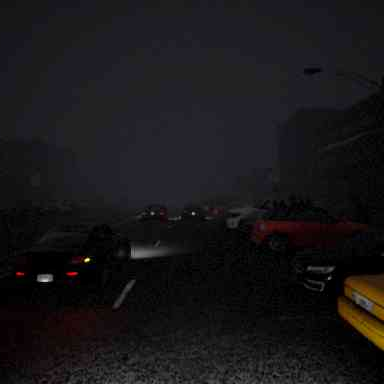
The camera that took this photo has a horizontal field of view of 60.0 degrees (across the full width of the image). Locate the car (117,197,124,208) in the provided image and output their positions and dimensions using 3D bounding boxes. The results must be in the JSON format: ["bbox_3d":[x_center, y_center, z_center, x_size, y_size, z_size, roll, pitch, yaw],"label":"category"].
[{"bbox_3d":[-15.767,1.978,60.155,5.566,2.045,2.435,0,-1,0],"label":"car"}]

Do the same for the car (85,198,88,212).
[{"bbox_3d":[-15.732,1.753,40.848,4.553,1.767,2.185,0,-1,0],"label":"car"}]

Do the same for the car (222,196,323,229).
[{"bbox_3d":[4.686,1.264,18.550,5.566,2.045,2.435,0,0,0],"label":"car"}]

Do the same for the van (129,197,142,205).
[{"bbox_3d":[-15.720,2.339,84.973,4.442,1.987,1.878,0,-1,0],"label":"van"}]

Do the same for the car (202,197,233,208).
[{"bbox_3d":[4.770,2.024,63.001,5.566,2.045,2.435,0,-1,0],"label":"car"}]

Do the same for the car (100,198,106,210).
[{"bbox_3d":[-15.962,2.035,49.120,5.366,1.575,1.946,0,-1,0],"label":"car"}]

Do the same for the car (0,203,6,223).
[{"bbox_3d":[-15.703,1.300,21.562,5.566,2.045,2.435,0,0,0],"label":"car"}]

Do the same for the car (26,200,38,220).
[{"bbox_3d":[-15.735,1.619,27.069,5.008,1.535,2.097,0,-1,0],"label":"car"}]

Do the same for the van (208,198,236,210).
[{"bbox_3d":[4.842,1.911,54.665,4.442,1.987,1.878,0,-1,0],"label":"van"}]

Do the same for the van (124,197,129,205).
[{"bbox_3d":[-15.926,2.130,68.429,4.442,1.987,1.878,0,-1,0],"label":"van"}]

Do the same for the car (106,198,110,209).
[{"bbox_3d":[-15.779,2.129,51.876,4.674,1.452,2.002,0,-1,0],"label":"car"}]

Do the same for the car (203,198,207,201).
[{"bbox_3d":[4.537,2.031,48.979,5.366,1.575,1.946,0,-1,0],"label":"car"}]

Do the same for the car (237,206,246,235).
[{"bbox_3d":[4.712,1.539,15.774,4.674,1.452,2.002,0,0,0],"label":"car"}]

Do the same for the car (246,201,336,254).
[{"bbox_3d":[4.682,1.364,12.996,4.553,1.767,2.185,0,0,0],"label":"car"}]

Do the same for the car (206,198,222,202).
[{"bbox_3d":[4.716,1.927,43.545,5.008,1.535,2.097,0,-1,0],"label":"car"}]

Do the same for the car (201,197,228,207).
[{"bbox_3d":[4.795,2.146,71.337,5.566,2.045,2.435,0,-1,0],"label":"car"}]

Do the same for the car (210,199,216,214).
[{"bbox_3d":[4.724,1.756,35.084,5.008,1.535,2.097,0,-1,0],"label":"car"}]

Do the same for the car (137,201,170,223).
[{"bbox_3d":[-2.893,1.675,26.981,2.033,1.411,5.357,0,-1,0],"label":"car"}]

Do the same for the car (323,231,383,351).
[{"bbox_3d":[4.897,1.479,4.536,5.366,1.575,1.946,0,0,0],"label":"car"}]

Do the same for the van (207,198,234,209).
[{"bbox_3d":[4.848,1.957,57.319,4.442,1.987,1.878,0,-1,0],"label":"van"}]

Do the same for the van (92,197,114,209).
[{"bbox_3d":[-15.670,1.911,54.639,4.442,1.987,1.878,0,-1,0],"label":"van"}]

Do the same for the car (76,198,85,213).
[{"bbox_3d":[-15.730,1.573,38.094,5.566,2.045,2.435,0,-1,0],"label":"car"}]

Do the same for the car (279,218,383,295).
[{"bbox_3d":[4.718,1.484,7.316,4.892,1.521,2.231,0,0,0],"label":"car"}]

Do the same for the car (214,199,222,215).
[{"bbox_3d":[4.903,1.647,29.528,5.366,1.575,1.946,0,-1,0],"label":"car"}]

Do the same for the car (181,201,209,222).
[{"bbox_3d":[0.107,1.710,28.084,1.994,1.385,4.181,0,-1,0],"label":"car"}]

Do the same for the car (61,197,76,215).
[{"bbox_3d":[-15.783,1.518,35.337,5.566,2.045,2.435,0,-1,0],"label":"car"}]

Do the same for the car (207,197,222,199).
[{"bbox_3d":[4.753,1.856,46.326,4.553,1.767,2.185,0,-1,0],"label":"car"}]

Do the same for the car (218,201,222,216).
[{"bbox_3d":[4.719,1.644,26.758,4.674,1.452,2.002,0,-1,0],"label":"car"}]

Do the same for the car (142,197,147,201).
[{"bbox_3d":[-15.817,2.384,90.485,5.566,2.045,2.435,0,-1,0],"label":"car"}]

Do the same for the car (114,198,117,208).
[{"bbox_3d":[-15.822,2.059,57.394,4.553,1.767,2.185,0,-1,0],"label":"car"}]

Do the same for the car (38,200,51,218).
[{"bbox_3d":[-15.774,1.696,29.820,4.792,1.488,2.163,0,-1,0],"label":"car"}]

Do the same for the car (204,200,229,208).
[{"bbox_3d":[4.721,2.346,65.650,4.792,1.488,2.163,0,-1,0],"label":"car"}]

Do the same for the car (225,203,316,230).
[{"bbox_3d":[4.901,1.536,21.327,5.366,1.575,1.946,0,-1,0],"label":"car"}]

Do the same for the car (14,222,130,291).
[{"bbox_3d":[-2.898,1.530,8.861,1.812,1.442,4.674,0,0,0],"label":"car"}]

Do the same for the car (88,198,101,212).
[{"bbox_3d":[-15.958,1.983,46.361,5.366,1.575,1.946,0,-1,0],"label":"car"}]

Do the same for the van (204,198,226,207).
[{"bbox_3d":[4.640,2.133,68.560,4.442,1.987,1.878,0,-1,0],"label":"van"}]

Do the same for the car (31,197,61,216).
[{"bbox_3d":[-15.781,1.589,32.580,4.553,1.767,2.185,0,-1,0],"label":"car"}]

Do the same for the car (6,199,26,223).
[{"bbox_3d":[-15.708,1.333,24.315,5.566,2.045,2.435,0,-1,0],"label":"car"}]
